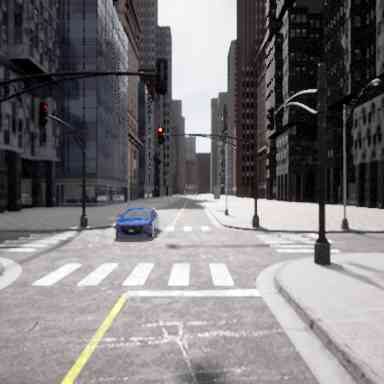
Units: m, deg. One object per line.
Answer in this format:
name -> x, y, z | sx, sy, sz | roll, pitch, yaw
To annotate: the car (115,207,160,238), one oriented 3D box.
car -> -2.927, 1.615, 18.563 | 1.882, 1.535, 5.008 | 0, 0, 0
